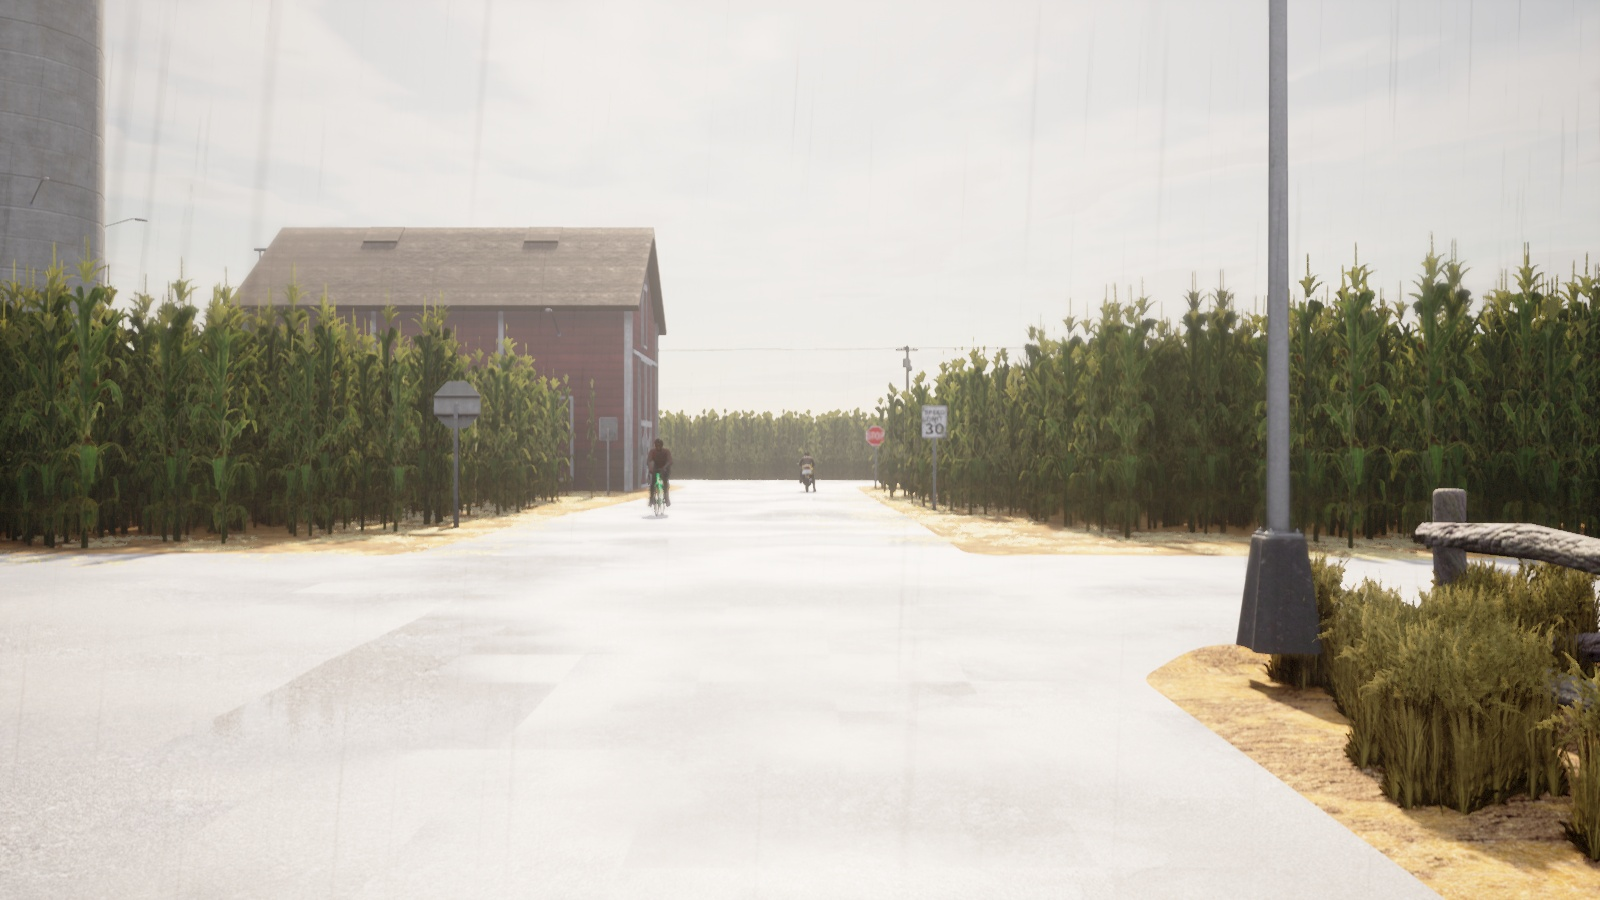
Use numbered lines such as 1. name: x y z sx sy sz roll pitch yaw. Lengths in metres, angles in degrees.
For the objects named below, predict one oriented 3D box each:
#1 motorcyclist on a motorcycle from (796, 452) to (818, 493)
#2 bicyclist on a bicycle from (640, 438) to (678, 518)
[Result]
1. motorcyclist on a motorcycle: 0.268 0.831 47.508 0.797 1.523 2.044 0 0 0
2. bicyclist on a bicycle: -2.945 0.593 26.302 0.582 1.620 1.656 0 -2 0
